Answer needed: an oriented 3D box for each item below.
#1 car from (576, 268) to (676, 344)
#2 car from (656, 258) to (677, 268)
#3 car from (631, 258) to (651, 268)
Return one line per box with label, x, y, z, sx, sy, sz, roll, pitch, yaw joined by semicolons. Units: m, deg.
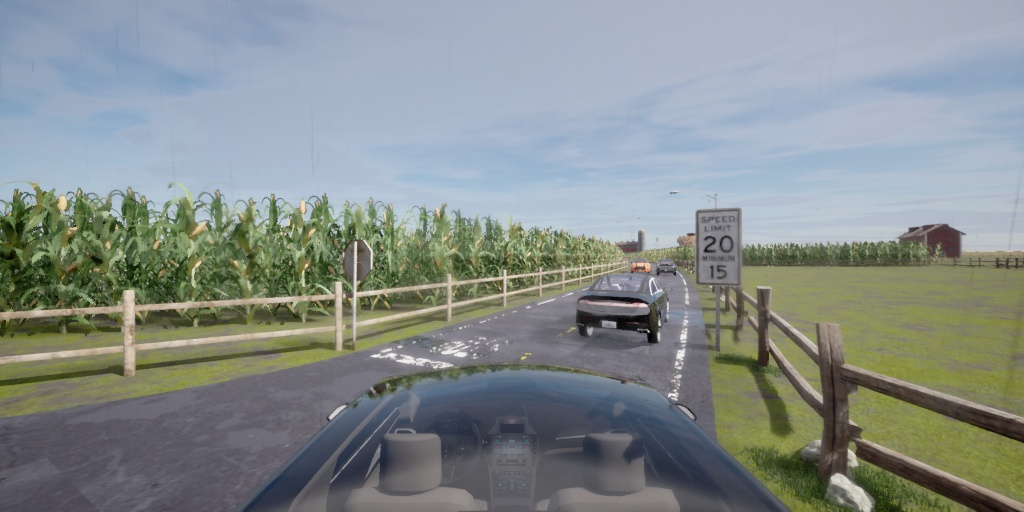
car;3.170;1.244;9.776;2.128;1.511;4.902;0;0;27
car;16.256;1.244;37.710;2.128;1.511;4.902;0;0;24
car;15.432;1.099;42.909;2.097;1.767;4.553;0;0;22
